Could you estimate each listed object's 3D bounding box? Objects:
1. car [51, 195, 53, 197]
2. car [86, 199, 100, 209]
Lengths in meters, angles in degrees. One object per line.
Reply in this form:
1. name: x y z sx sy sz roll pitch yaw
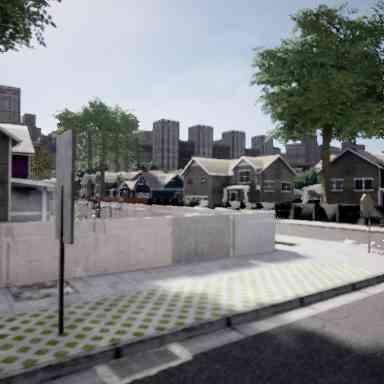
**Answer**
1. car: -33.523 1.604 80.266 2.097 1.767 4.553 1 0 -35
2. car: -15.123 1.741 49.438 1.812 1.442 4.674 1 0 -35
